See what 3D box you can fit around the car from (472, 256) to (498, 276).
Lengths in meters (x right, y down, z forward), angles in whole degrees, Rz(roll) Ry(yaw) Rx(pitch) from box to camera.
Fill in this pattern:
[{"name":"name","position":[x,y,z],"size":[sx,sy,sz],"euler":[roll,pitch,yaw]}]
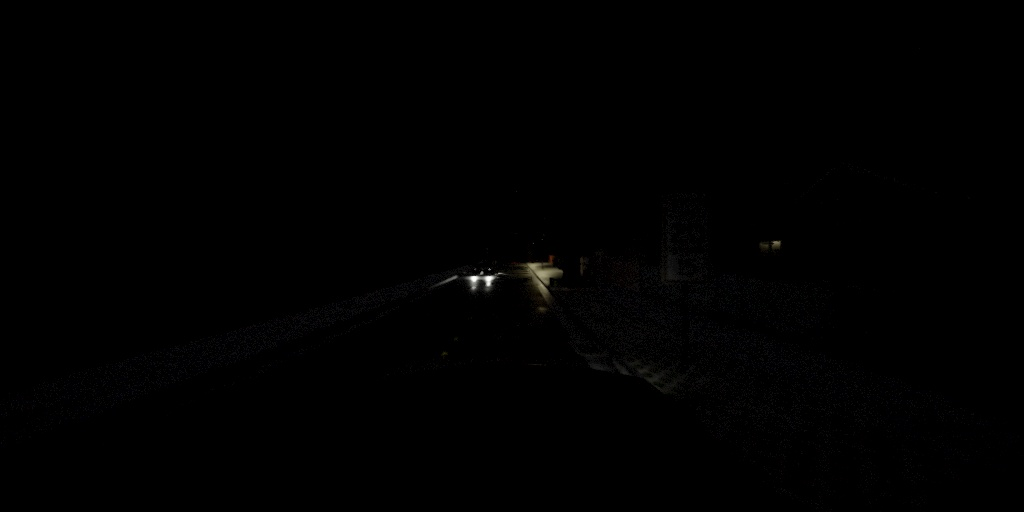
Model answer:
[{"name":"car","position":[-2.516,0.985,33.013],"size":[2.033,1.411,5.357],"euler":[0,1,0]}]

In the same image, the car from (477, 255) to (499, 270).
[{"name":"car","position":[-2.476,0.647,37.813],"size":[1.994,1.385,4.181],"euler":[0,1,0]}]
